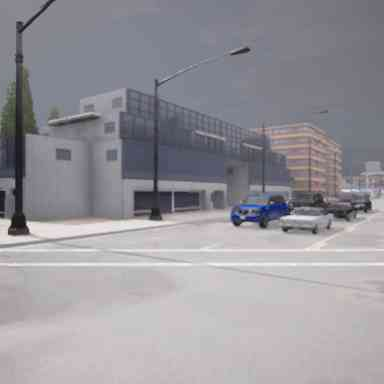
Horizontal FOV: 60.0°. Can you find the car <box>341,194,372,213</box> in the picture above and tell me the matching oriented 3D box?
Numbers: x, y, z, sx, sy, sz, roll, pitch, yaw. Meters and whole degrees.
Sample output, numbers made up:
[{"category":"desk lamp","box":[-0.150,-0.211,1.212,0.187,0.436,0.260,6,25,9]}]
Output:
[{"category":"car","box":[17.208,1.293,34.212,2.128,1.511,4.902,0,1,35]}]

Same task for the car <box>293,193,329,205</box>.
[{"category":"car","box":[10.586,1.124,30.866,2.150,2.045,5.566,0,1,36]}]

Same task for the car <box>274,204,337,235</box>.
[{"category":"car","box":[6.677,1.584,19.194,1.895,1.301,4.718,0,0,35]}]

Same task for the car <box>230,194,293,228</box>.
[{"category":"car","box":[4.643,1.197,22.392,2.150,2.045,5.566,0,0,35]}]

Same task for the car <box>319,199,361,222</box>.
[{"category":"car","box":[11.937,1.545,26.697,1.895,1.301,4.718,0,1,35]}]

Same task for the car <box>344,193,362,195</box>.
[{"category":"car","box":[22.314,1.004,47.563,2.033,1.411,5.357,0,1,35]}]

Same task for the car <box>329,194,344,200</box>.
[{"category":"car","box":[16.189,1.323,38.856,1.895,1.301,4.718,0,1,35]}]
